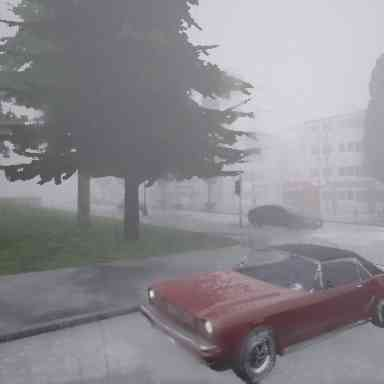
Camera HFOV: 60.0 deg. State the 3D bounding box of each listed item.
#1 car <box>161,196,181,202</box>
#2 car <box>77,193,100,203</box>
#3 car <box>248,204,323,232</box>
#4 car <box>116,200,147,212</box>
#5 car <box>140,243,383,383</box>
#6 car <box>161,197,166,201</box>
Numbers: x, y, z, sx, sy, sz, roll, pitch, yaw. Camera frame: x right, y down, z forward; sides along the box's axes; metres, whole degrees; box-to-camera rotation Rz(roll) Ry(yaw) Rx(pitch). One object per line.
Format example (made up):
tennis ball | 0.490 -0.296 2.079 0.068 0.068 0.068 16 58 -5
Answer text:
car | -5.226 1.673 83.155 4.974 1.542 2.038 0 0 -6
car | -15.850 1.060 50.575 2.150 2.045 5.566 0 0 -35
car | 5.588 1.504 20.356 1.837 1.490 4.892 0 0 -36
car | -6.936 1.601 37.904 1.895 1.301 4.718 0 0 -35
car | 1.602 1.601 5.490 4.718 1.301 1.895 0 0 -33
car | -5.277 1.515 83.150 4.536 1.218 1.853 0 0 -6
